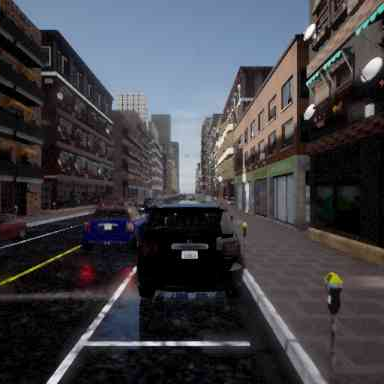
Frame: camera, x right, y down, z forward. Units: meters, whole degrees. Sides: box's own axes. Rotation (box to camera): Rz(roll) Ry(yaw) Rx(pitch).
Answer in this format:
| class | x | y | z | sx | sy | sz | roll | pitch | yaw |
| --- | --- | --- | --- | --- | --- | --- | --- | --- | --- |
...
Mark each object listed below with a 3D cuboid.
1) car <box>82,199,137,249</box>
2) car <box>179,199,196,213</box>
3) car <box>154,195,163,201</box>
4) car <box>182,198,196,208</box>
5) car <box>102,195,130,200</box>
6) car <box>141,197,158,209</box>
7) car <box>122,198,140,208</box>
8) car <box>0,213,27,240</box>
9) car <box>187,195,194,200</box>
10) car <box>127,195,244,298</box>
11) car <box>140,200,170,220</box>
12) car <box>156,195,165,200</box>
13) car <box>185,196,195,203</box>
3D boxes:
| class | x | y | z | sx | sy | sz | roll | pitch | yaw |
| --- | --- | --- | --- | --- | --- | --- | --- | --- | --- |
| car | -3.145 | 1.367 | 14.584 | 2.097 | 1.767 | 4.553 | 0 | 0 | 0 |
| car | -0.454 | 1.524 | 37.323 | 1.752 | 1.417 | 4.829 | 0 | 0 | 0 |
| car | -8.834 | 1.540 | 87.882 | 2.008 | 1.369 | 4.403 | 0 | 0 | 0 |
| car | -0.454 | 1.542 | 48.426 | 1.887 | 1.381 | 4.507 | 0 | 0 | 0 |
| car | -8.833 | 1.314 | 37.157 | 2.192 | 1.841 | 5.009 | 0 | 0 | 0 |
| car | -6.146 | 1.559 | 48.614 | 1.837 | 1.490 | 4.892 | 0 | 0 | 0 |
| car | -8.834 | 1.542 | 48.430 | 1.887 | 1.381 | 4.507 | 0 | 0 | 0 |
| car | -8.835 | 1.582 | 14.612 | 1.802 | 1.307 | 4.206 | 0 | 0 | 0 |
| car | -0.452 | 1.513 | 93.685 | 1.752 | 1.417 | 4.829 | 0 | 0 | 0 |
| car | -0.038 | 1.228 | 8.679 | 2.150 | 2.045 | 5.566 | 0 | 0 | 0 |
| car | -3.145 | 1.496 | 29.614 | 2.128 | 1.511 | 4.902 | 0 | 0 | 0 |
| car | -8.834 | 1.538 | 93.519 | 2.008 | 1.369 | 4.403 | 0 | 0 | 0 |
| car | -0.453 | 1.544 | 70.970 | 2.008 | 1.369 | 4.403 | 0 | 0 | 0 |
